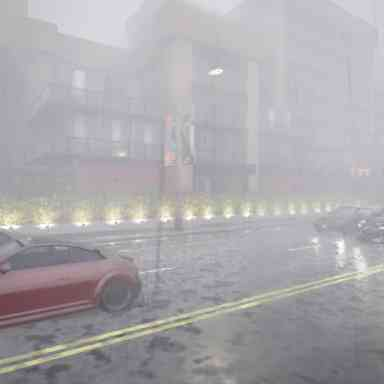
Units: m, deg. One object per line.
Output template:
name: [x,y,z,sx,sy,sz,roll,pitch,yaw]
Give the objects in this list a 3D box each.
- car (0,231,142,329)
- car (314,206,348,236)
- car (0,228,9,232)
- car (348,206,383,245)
car: [-3.052,1.563,6.115,4.181,1.385,1.994,0,0,-35]
car: [8.773,1.525,18.509,4.674,1.442,1.812,0,0,-34]
car: [-6.099,1.547,8.275,5.357,1.411,2.033,0,0,-34]
car: [9.236,1.351,14.587,4.553,1.767,2.097,0,0,-34]
